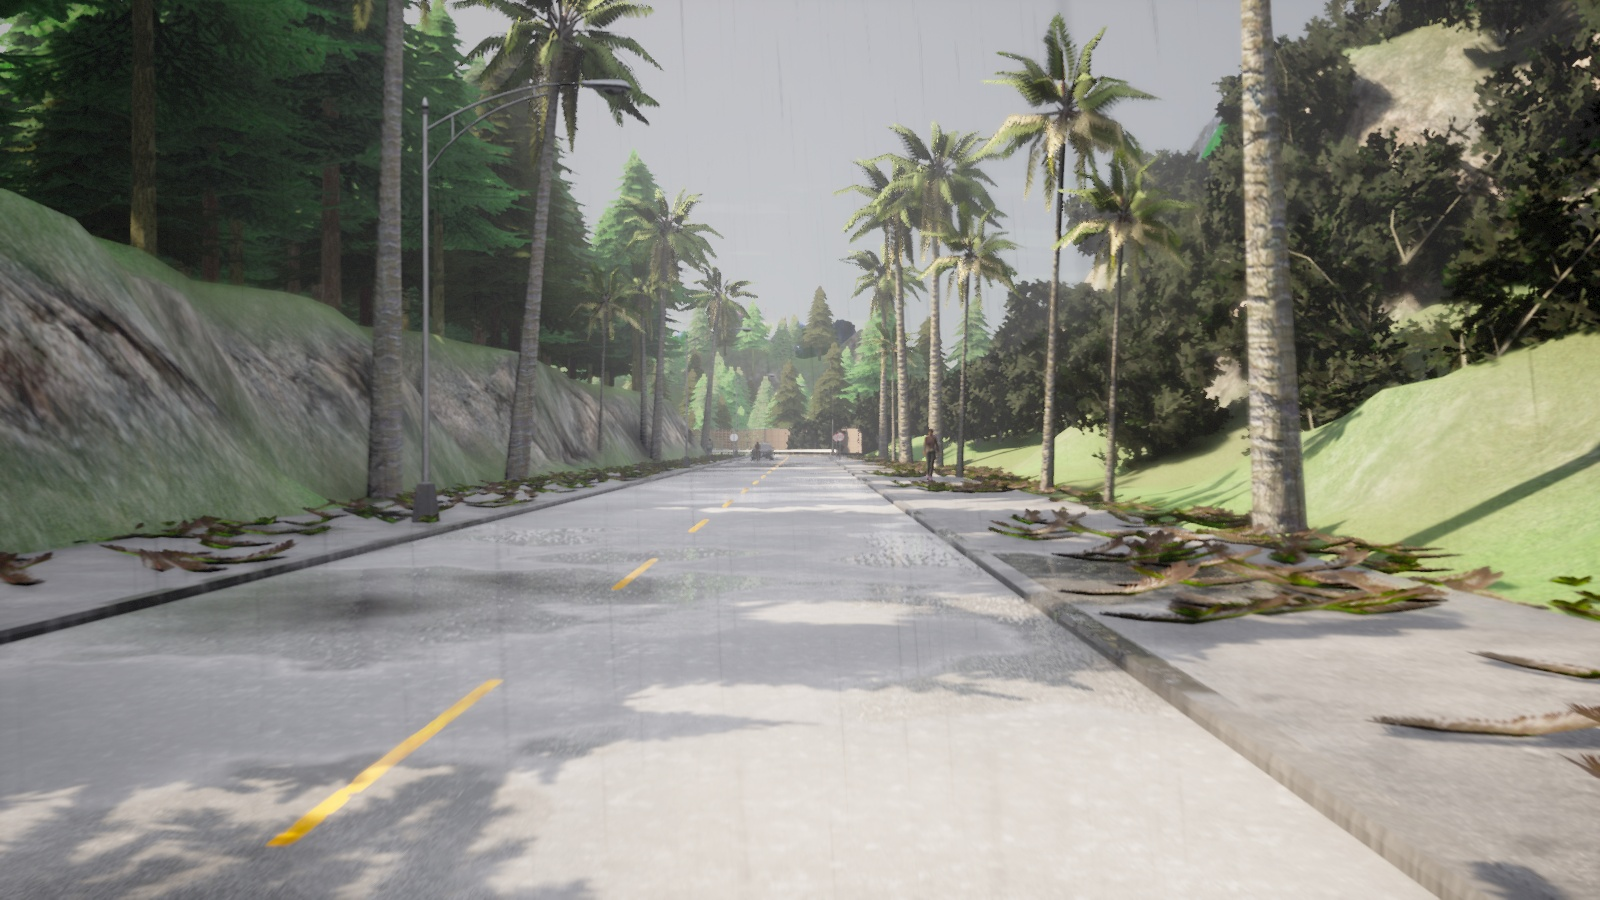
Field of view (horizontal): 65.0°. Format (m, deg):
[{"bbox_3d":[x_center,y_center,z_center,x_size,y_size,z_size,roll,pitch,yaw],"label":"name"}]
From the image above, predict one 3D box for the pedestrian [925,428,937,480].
[{"bbox_3d":[4.572,0.126,43.712,0.328,1.805,0.869,0,0,1],"label":"pedestrian"}]
